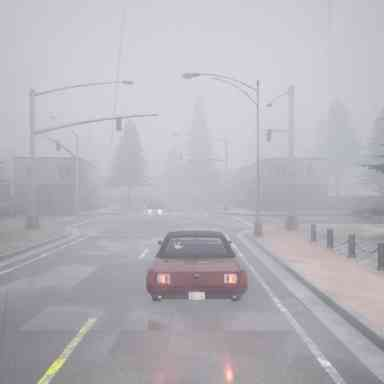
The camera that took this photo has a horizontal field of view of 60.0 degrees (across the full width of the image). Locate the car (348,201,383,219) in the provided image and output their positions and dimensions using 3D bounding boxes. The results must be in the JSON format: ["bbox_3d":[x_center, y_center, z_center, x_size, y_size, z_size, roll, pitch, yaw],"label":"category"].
[{"bbox_3d":[15.762,1.476,27.933,4.902,1.511,2.128,0,0,2],"label":"car"}]

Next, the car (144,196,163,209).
[{"bbox_3d":[-4.838,1.530,43.483,1.994,1.385,4.181,0,0,-6],"label":"car"}]

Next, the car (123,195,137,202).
[{"bbox_3d":[-13.202,1.442,69.522,1.882,1.535,5.008,0,0,-31],"label":"car"}]

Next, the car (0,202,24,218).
[{"bbox_3d":[-17.395,1.532,28.646,5.357,1.411,2.033,0,0,7],"label":"car"}]

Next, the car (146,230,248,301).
[{"bbox_3d":[0.071,1.601,8.268,1.895,1.301,4.718,0,0,-1],"label":"car"}]

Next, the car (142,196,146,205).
[{"bbox_3d":[-7.171,1.470,55.337,1.837,1.490,4.892,0,0,-18],"label":"car"}]
